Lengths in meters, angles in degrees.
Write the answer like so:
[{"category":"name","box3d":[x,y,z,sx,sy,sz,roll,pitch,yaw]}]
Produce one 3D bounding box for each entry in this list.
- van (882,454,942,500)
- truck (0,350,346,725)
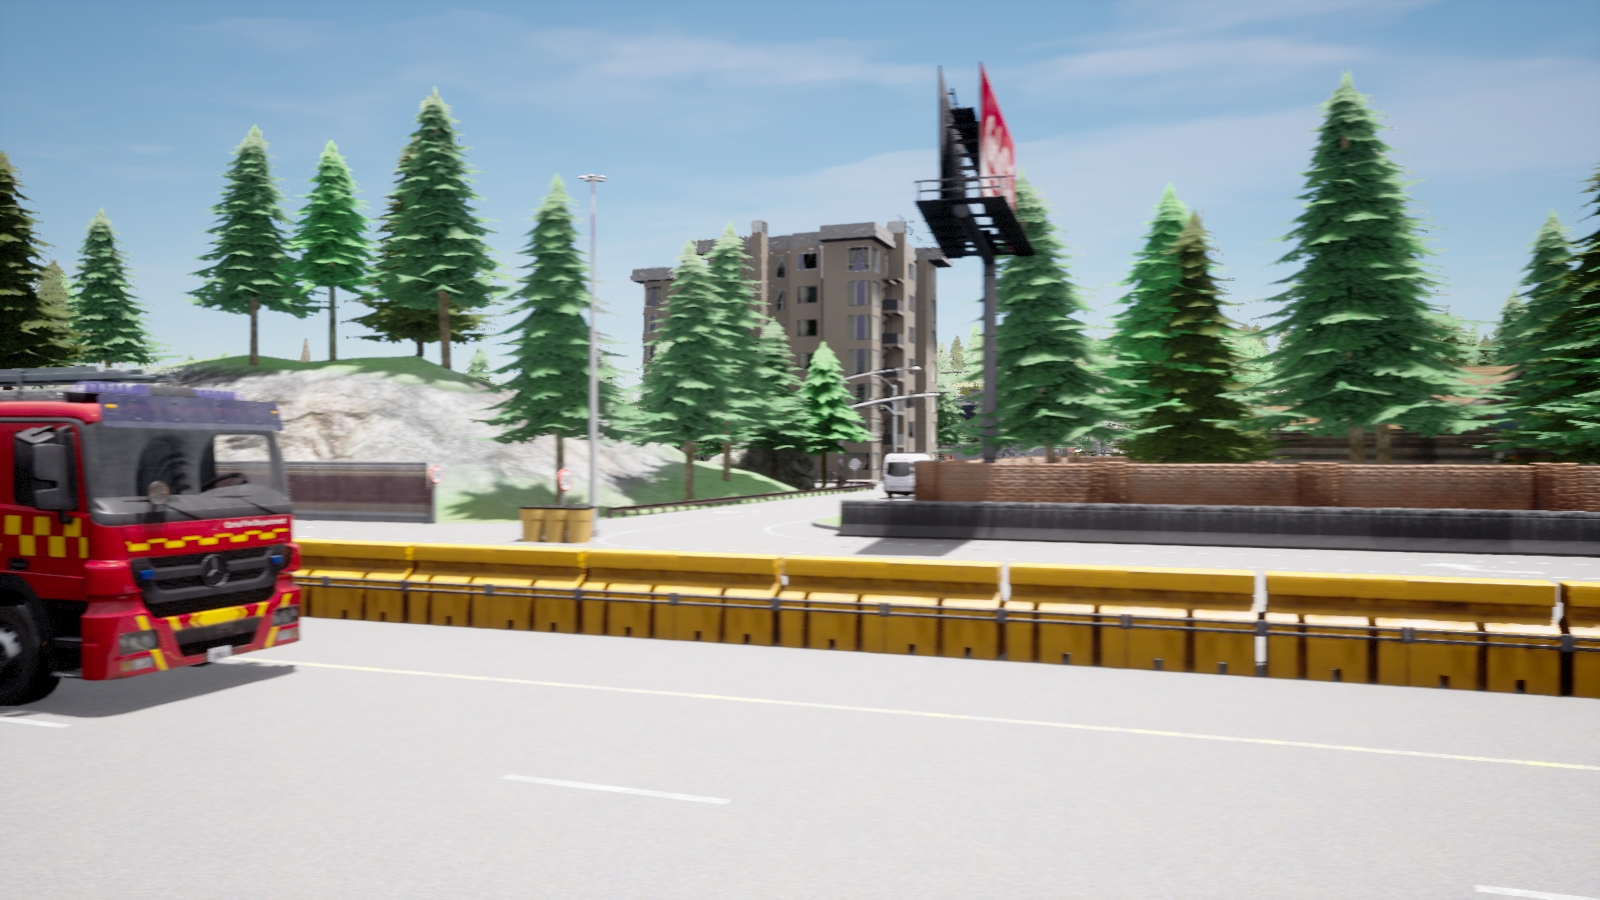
[{"category":"van","box3d":[6.598,1.514,66.802,1.988,2.561,5.915,0,0,21]},{"category":"truck","box3d":[-10.182,0.890,14.454,8.468,3.827,2.891,0,0,20]}]
